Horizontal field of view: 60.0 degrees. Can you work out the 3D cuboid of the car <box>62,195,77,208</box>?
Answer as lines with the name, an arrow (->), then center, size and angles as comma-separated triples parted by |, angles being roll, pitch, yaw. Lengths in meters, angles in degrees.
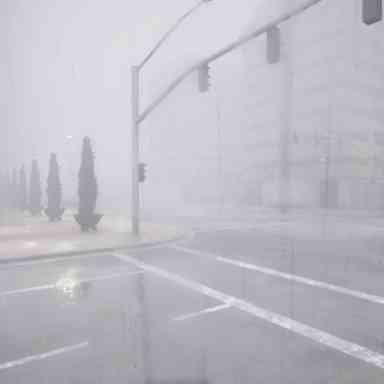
car -> -16.578, 1.526, 46.360 | 1.895, 1.301, 4.718 | 0, 0, -35
